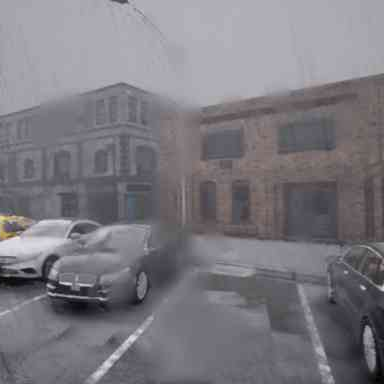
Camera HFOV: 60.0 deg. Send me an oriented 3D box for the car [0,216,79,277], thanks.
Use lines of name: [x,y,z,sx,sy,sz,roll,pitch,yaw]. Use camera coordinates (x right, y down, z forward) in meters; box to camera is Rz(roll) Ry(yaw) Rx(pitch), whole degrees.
car: [-4.002,1.540,10.016,2.002,1.452,4.674,1,-1,13]

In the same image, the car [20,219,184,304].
car: [-1.549,1.502,8.407,2.231,1.521,4.892,1,-1,13]

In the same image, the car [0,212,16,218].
car: [-6.418,1.499,11.808,1.946,1.575,5.366,0,-1,13]

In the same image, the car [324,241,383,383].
car: [3.343,1.502,5.175,2.231,1.521,4.892,0,-1,13]
